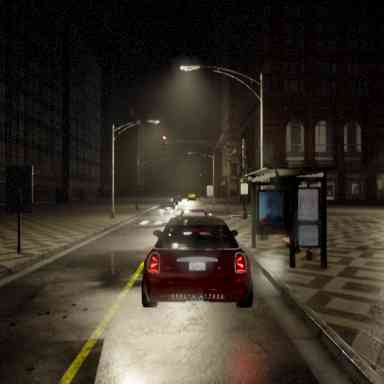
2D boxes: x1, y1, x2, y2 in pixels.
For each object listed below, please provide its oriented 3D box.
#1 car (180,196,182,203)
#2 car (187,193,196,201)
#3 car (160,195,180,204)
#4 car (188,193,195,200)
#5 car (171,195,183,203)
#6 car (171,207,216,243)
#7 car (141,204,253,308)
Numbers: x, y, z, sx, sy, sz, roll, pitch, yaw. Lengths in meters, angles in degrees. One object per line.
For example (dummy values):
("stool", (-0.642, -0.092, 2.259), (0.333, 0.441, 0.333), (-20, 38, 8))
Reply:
("car", (-3.142, 1.393, 54.697), (2.128, 1.511, 4.902), (0, 0, 0))
("car", (-0.074, 1.422, 74.322), (1.895, 1.301, 4.718), (0, 0, 0))
("car", (-3.143, 1.478, 44.307), (2.033, 1.411, 5.357), (0, 0, 0))
("car", (-0.084, 1.105, 84.296), (1.882, 1.535, 5.008), (0, 0, 0))
("car", (-3.085, 1.349, 68.081), (2.128, 1.511, 4.902), (0, 0, 0))
("car", (0.079, 1.554, 16.731), (1.994, 1.385, 4.181), (0, 0, 0))
("car", (0.092, 1.350, 8.088), (2.097, 1.767, 4.553), (0, 0, 0))
